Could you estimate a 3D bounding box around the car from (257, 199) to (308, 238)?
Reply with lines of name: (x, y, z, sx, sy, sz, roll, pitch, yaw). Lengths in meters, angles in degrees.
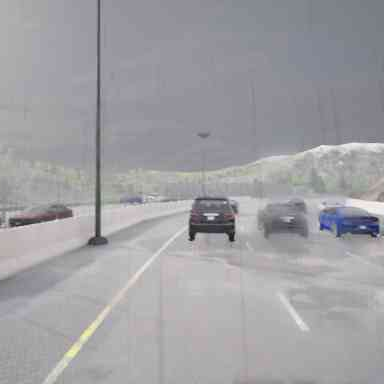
car: (4.739, 1.367, 17.936, 2.097, 1.767, 4.553, 0, 0, 6)

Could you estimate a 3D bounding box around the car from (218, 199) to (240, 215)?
car: (3.967, 1.544, 35.127, 1.812, 1.442, 4.674, 0, 0, 12)

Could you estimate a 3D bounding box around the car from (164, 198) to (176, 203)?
car: (-3.998, 1.608, 59.535, 1.895, 1.301, 4.718, 0, 0, 19)

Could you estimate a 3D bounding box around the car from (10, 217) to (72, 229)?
car: (-9.236, 1.463, 20.673, 1.882, 1.535, 5.008, 0, 0, 7)

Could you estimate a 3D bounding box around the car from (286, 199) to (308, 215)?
car: (11.380, 1.540, 36.267, 1.837, 1.490, 4.892, 0, 0, 12)

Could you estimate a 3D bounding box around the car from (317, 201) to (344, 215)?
car: (14.886, 1.644, 35.998, 1.895, 1.301, 4.718, 0, 0, 13)

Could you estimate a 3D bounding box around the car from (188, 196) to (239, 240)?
car: (1.102, 1.229, 17.120, 2.150, 2.045, 5.566, 0, 0, 6)

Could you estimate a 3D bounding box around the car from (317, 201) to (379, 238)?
car: (8.253, 1.501, 18.016, 1.882, 1.535, 5.008, 0, 0, 6)
